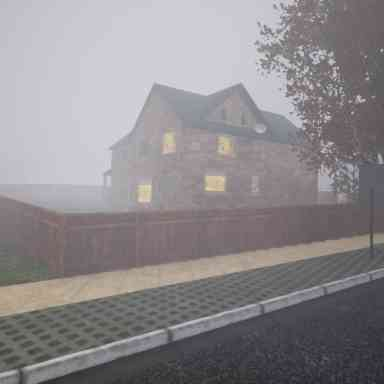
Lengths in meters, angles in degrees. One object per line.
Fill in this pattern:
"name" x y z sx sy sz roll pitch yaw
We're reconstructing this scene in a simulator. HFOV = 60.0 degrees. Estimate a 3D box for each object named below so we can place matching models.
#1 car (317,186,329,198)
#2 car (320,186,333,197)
"car" 18.785 0.326 51.603 1.882 1.535 5.008 1 1 -3
"car" 21.522 0.044 54.982 2.150 2.045 5.566 1 2 -3
